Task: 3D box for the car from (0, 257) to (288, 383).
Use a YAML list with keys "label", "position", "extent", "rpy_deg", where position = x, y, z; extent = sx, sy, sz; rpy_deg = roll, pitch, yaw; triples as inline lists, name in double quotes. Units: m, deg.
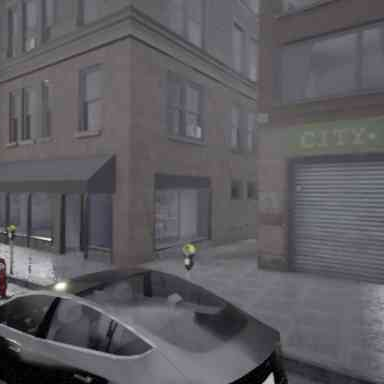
- label: "car"
  position: [-1.130, 1.572, 3.756]
  extent: [4.313, 1.339, 1.947]
  rpy_deg: [0, 1, 36]
